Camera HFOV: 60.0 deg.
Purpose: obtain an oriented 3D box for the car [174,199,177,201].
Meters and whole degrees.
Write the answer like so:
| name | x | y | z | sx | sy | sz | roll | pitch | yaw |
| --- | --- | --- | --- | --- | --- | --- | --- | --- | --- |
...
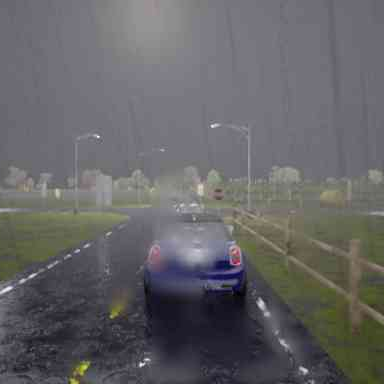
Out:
| name | x | y | z | sx | sy | sz | roll | pitch | yaw |
| --- | --- | --- | --- | --- | --- | --- | --- | --- | --- |
| car | -0.013 | 1.360 | 17.603 | 2.128 | 1.511 | 4.902 | 0 | 0 | -1 |

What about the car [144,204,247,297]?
| name | x | y | z | sx | sy | sz | roll | pitch | yaw |
| --- | --- | --- | --- | --- | --- | --- | --- | --- | --- |
| car | 0.059 | 1.289 | 8.569 | 2.097 | 1.767 | 4.553 | 0 | 1 | 0 |

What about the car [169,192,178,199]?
| name | x | y | z | sx | sy | sz | roll | pitch | yaw |
| --- | --- | --- | --- | --- | --- | --- | --- | --- | --- |
| car | -4.382 | 0.846 | 79.186 | 1.882 | 1.535 | 5.008 | 0 | 0 | -2 |

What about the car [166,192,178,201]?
| name | x | y | z | sx | sy | sz | roll | pitch | yaw |
| --- | --- | --- | --- | --- | --- | --- | --- | --- | --- |
| car | -3.856 | 1.004 | 63.694 | 1.837 | 1.490 | 4.892 | 0 | 1 | -1 |
